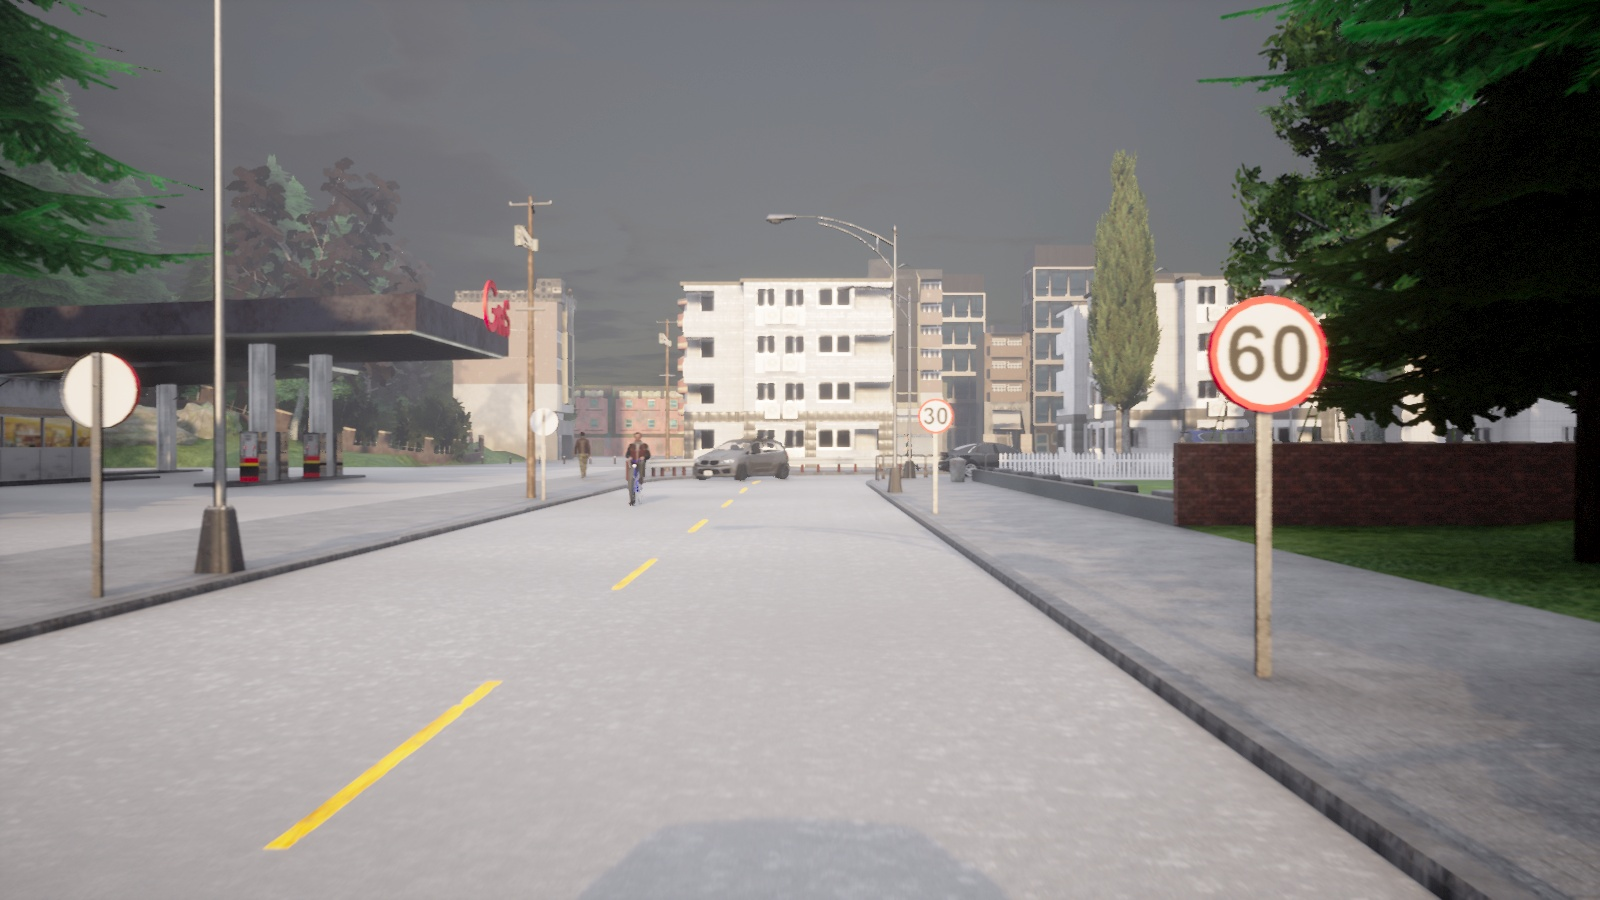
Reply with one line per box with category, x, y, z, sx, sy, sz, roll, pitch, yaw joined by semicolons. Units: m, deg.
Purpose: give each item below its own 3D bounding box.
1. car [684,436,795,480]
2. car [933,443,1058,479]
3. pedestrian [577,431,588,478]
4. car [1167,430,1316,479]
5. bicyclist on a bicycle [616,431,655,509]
car;-2.375;0.306;50.549;2.242;1.667;4.611;0;0;32
car;8.263;0.459;53.169;4.892;1.490;1.837;0;0;-12
pedestrian;-8.456;0.174;48.839;0.431;1.840;0.703;0;0;-10
car;18.665;0.180;53.277;5.566;2.045;2.150;0;0;1
bicyclist on a bicycle;-3.844;0.449;29.381;0.659;1.776;1.843;0;0;0
